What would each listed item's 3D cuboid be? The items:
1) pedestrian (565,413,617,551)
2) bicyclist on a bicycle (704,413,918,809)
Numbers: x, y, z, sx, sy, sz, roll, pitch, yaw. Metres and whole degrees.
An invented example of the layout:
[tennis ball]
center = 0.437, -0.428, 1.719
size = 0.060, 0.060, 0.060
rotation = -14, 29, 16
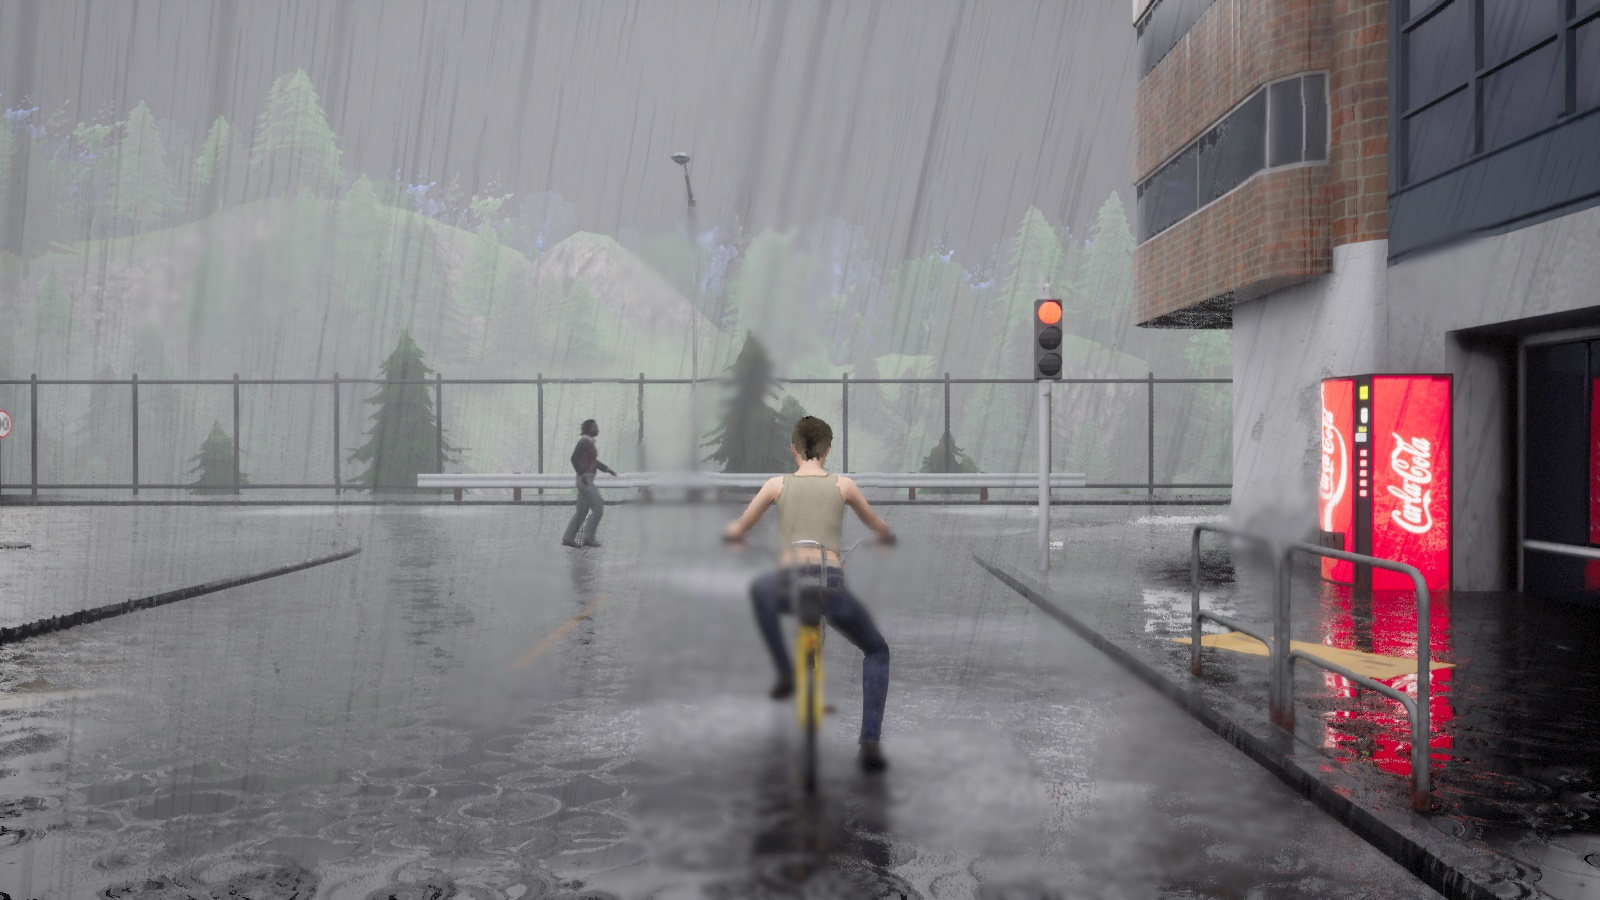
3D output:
[pedestrian]
center = -2.938, 0.444, 17.646
size = 0.666, 1.930, 0.402
rotation = 0, 0, 0
[bicyclist on a bicycle]
center = 0.049, 0.650, 5.861
size = 0.866, 1.612, 1.509
rotation = 0, 0, 0
